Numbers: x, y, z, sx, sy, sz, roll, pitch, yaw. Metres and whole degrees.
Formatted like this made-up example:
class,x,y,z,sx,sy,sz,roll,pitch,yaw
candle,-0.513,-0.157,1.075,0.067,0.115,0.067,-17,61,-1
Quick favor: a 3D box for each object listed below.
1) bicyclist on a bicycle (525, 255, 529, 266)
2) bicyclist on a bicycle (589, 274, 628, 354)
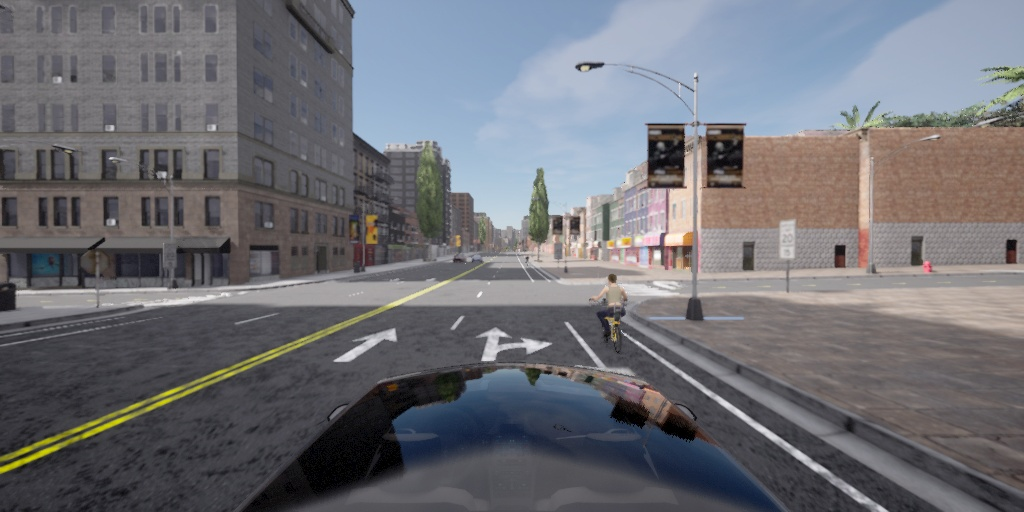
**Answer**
class,x,y,z,sx,sy,sz,roll,pitch,yaw
bicyclist on a bicycle,2.247,0.644,53.932,0.659,1.776,1.843,0,1,0
bicyclist on a bicycle,2.153,1.185,7.800,0.866,1.612,1.509,0,0,0
